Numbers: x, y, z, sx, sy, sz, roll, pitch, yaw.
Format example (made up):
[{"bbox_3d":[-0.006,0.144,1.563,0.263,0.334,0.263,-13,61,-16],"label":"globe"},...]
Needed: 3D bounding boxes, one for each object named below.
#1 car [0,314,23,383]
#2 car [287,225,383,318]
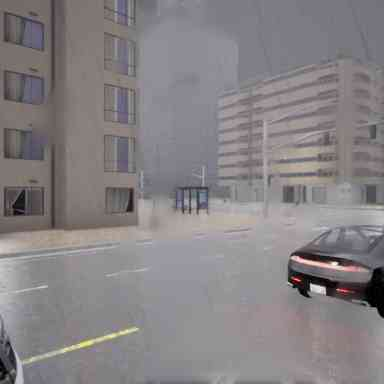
[{"bbox_3d":[-3.785,1.222,1.347,5.566,2.045,2.150,0,0,-32],"label":"car"},{"bbox_3d":[4.096,1.491,7.353,4.902,1.511,2.128,0,0,-39],"label":"car"}]
